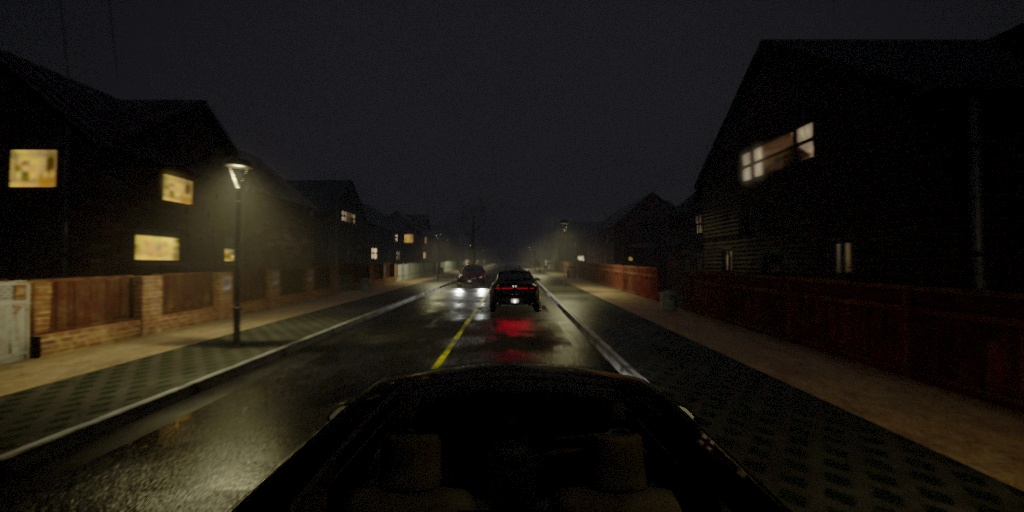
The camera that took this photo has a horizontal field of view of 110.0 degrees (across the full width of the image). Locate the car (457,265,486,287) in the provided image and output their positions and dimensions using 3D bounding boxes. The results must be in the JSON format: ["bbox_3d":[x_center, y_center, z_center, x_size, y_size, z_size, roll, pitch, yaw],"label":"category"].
[{"bbox_3d":[-2.744,1.371,25.521,1.812,1.442,4.674,0,0,0],"label":"car"}]

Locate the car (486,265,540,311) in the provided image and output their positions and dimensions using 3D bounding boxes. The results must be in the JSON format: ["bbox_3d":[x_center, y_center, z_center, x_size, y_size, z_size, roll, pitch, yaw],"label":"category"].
[{"bbox_3d":[0.103,1.306,14.764,1.837,1.490,4.892,0,0,0],"label":"car"}]
